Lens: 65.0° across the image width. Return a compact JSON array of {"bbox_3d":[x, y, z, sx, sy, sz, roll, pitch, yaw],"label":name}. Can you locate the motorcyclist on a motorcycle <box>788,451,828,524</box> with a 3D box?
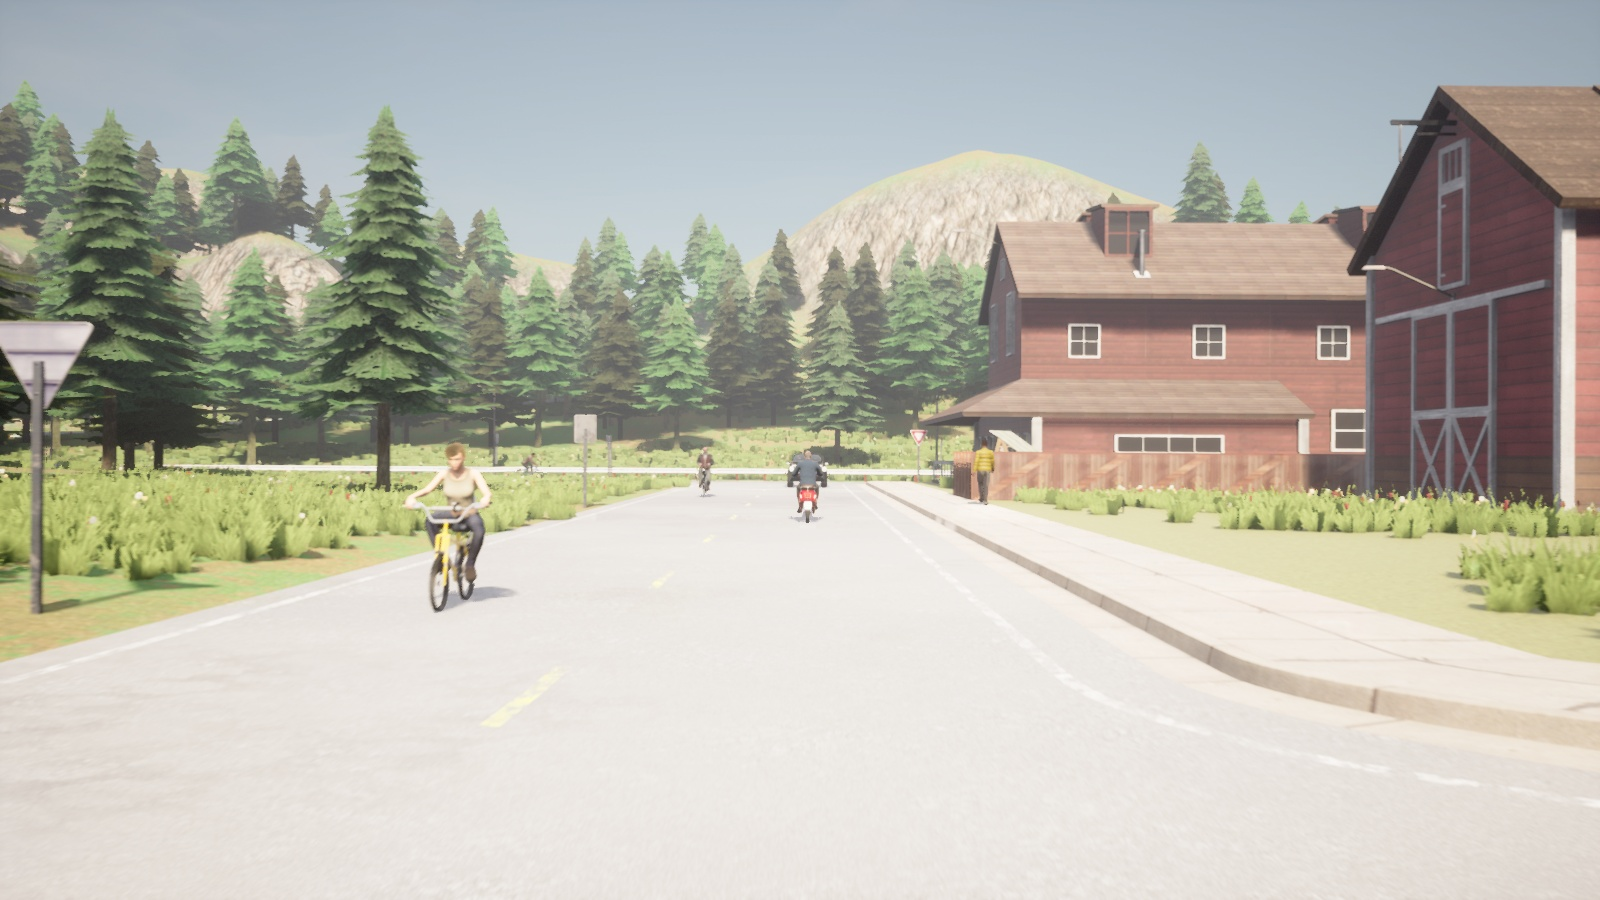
[{"bbox_3d":[0.173,0.816,28.414,0.866,1.590,1.817,0,0,0],"label":"motorcyclist on a motorcycle"}]

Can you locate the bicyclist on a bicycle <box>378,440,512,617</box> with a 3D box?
[{"bbox_3d":[-3.420,0.723,12.241,0.866,1.612,1.509,0,0,0],"label":"bicyclist on a bicycle"}]

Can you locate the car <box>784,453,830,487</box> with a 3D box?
[{"bbox_3d":[0.328,0.893,58.081,2.007,1.525,4.514,0,0,0],"label":"car"}]

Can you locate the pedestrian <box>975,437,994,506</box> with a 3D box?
[{"bbox_3d":[5.009,0.574,34.126,0.431,1.840,0.709,0,0,3],"label":"pedestrian"}]
